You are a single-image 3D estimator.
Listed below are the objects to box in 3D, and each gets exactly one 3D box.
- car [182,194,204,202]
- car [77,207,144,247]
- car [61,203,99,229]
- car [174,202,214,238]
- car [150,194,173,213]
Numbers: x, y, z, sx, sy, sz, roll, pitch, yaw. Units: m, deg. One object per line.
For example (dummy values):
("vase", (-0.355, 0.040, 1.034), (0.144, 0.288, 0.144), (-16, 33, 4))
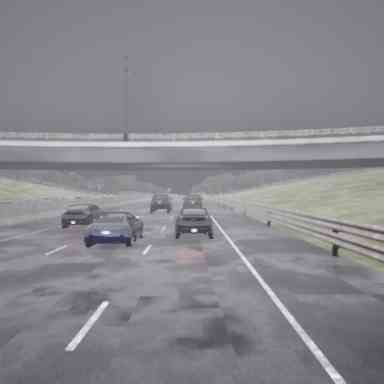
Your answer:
("car", (0.109, 1.237, 37.441), (2.150, 2.045, 5.566), (0, 0, 0))
("car", (-3.396, 1.570, 15.127), (1.994, 1.385, 4.181), (0, 0, 0))
("car", (-6.894, 1.514, 21.704), (1.837, 1.490, 4.892), (0, 0, 0))
("car", (0.104, 1.512, 17.689), (1.837, 1.490, 4.892), (0, 0, 0))
("car", (-3.403, 1.237, 37.445), (2.150, 2.045, 5.566), (0, 0, 0))
